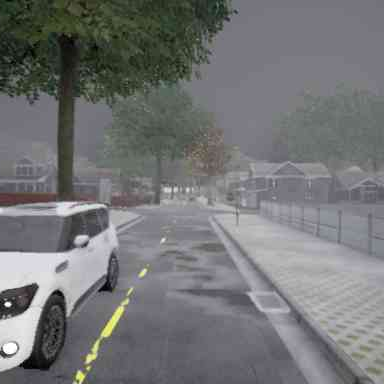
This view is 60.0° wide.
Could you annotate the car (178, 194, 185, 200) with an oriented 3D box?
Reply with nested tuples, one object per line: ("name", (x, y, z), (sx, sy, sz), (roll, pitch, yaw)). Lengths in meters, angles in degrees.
("car", (-2.739, 1.378, 86.090), (1.837, 1.490, 4.892), (0, 0, 0))

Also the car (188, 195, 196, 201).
("car", (0.012, 1.653, 91.919), (2.033, 1.411, 5.357), (0, 0, 0))

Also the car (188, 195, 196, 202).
("car", (0.011, 1.741, 81.496), (1.837, 1.490, 4.892), (0, 0, 0))

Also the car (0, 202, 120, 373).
("car", (-2.849, 1.239, 6.083), (2.150, 2.045, 5.566), (0, 0, 0))
